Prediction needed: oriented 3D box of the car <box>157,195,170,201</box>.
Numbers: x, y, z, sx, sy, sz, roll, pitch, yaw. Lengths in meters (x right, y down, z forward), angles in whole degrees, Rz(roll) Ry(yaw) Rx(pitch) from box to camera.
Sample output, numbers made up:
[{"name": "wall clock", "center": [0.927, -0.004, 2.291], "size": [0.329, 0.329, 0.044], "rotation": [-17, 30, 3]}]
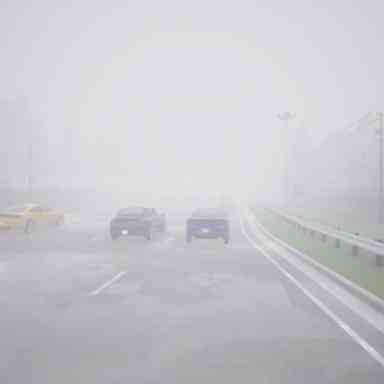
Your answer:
[{"name": "car", "center": [-6.090, 1.256, 70.862], "size": [1.994, 1.385, 4.181], "rotation": [0, 0, 8]}]

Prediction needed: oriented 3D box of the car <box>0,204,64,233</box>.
[{"name": "car", "center": [-9.303, 1.431, 19.234], "size": [1.882, 1.535, 5.008], "rotation": [0, 0, 8]}]

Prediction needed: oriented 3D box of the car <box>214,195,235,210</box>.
[{"name": "car", "center": [4.318, 1.288, 42.077], "size": [2.097, 1.767, 4.553], "rotation": [0, 0, 8]}]

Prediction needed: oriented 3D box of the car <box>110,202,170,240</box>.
[{"name": "car", "center": [-2.575, 1.473, 16.722], "size": [1.837, 1.490, 4.892], "rotation": [0, 0, 8]}]

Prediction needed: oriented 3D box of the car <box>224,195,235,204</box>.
[{"name": "car", "center": [7.175, 1.382, 63.650], "size": [1.882, 1.535, 5.008], "rotation": [0, 0, 8]}]

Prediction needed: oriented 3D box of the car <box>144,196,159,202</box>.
[{"name": "car", "center": [-7.410, 1.450, 60.913], "size": [1.994, 1.385, 4.181], "rotation": [0, 0, 8]}]

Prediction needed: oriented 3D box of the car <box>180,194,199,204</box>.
[{"name": "car", "center": [-0.466, 1.462, 60.026], "size": [1.994, 1.385, 4.181], "rotation": [0, 0, 8]}]

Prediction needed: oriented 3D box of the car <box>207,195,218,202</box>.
[{"name": "car", "center": [4.323, 1.317, 69.512], "size": [1.895, 1.301, 4.718], "rotation": [0, 0, 8]}]

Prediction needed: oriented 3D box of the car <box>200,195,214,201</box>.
[{"name": "car", "center": [3.004, 1.430, 59.566], "size": [1.812, 1.442, 4.674], "rotation": [0, 0, 8]}]

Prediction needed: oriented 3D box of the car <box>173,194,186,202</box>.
[{"name": "car", "center": [-2.621, 1.188, 70.402], "size": [1.882, 1.535, 5.008], "rotation": [0, 0, 8]}]

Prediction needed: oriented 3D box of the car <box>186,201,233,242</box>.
[{"name": "car", "center": [0.891, 1.452, 16.220], "size": [1.882, 1.535, 5.008], "rotation": [0, 0, 8]}]

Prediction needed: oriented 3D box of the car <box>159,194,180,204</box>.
[{"name": "car", "center": [-3.990, 1.398, 60.072], "size": [1.837, 1.490, 4.892], "rotation": [0, 0, 8]}]
